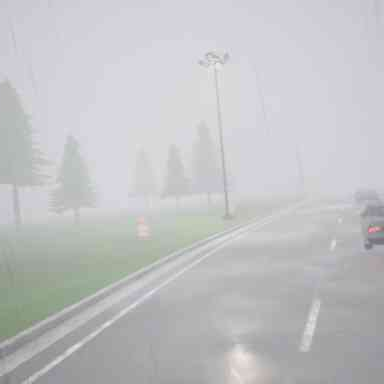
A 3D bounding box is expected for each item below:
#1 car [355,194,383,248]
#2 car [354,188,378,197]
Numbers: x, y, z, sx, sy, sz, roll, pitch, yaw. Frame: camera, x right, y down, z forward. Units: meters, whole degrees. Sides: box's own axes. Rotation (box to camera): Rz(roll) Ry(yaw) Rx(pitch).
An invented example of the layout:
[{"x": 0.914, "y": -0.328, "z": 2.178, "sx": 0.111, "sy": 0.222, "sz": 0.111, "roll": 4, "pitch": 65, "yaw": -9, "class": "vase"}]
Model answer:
[{"x": 6.873, "y": 0.997, "z": 11.565, "sx": 2.033, "sy": 1.411, "sz": 5.357, "roll": -5, "pitch": 0, "yaw": 26, "class": "car"}, {"x": 16.084, "y": 0.329, "z": 30.822, "sx": 1.895, "sy": 1.301, "sz": 4.718, "roll": -5, "pitch": 0, "yaw": 26, "class": "car"}]
